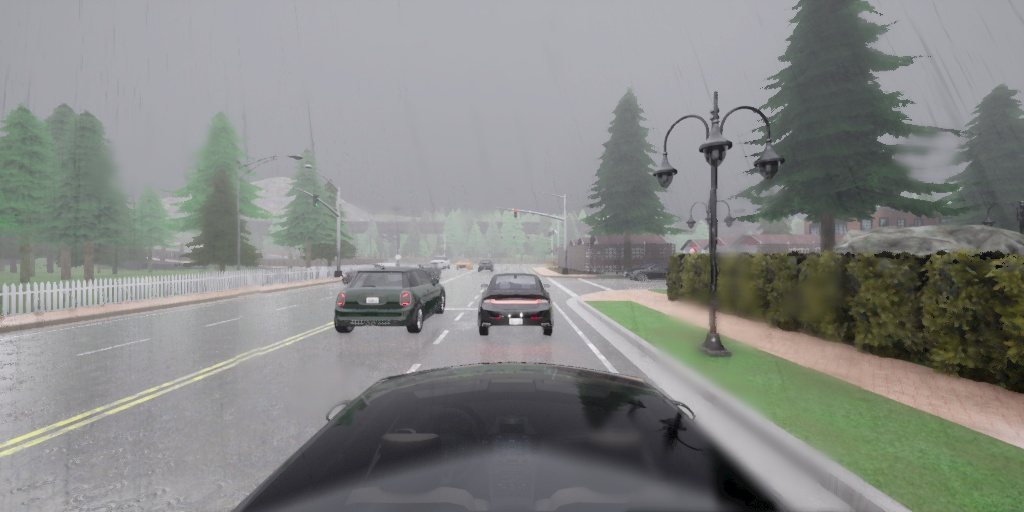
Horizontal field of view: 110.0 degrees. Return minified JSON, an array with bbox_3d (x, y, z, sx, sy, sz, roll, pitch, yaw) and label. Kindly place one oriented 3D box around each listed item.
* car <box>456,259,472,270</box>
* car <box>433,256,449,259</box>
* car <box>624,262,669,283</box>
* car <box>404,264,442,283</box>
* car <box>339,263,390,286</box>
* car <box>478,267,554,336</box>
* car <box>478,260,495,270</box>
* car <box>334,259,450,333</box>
[{"bbox_3d":[-6.903,1.228,52.098,1.882,1.535,5.008,0,0,0],"label":"car"},{"bbox_3d":[-10.402,0.976,52.130,2.150,2.045,5.566,0,0,0],"label":"car"},{"bbox_3d":[11.008,1.203,27.211,4.902,1.511,2.128,0,0,-1],"label":"car"},{"bbox_3d":[-7.043,1.351,29.006,1.895,1.301,4.718,0,0,0],"label":"car"},{"bbox_3d":[-10.536,1.275,26.012,1.812,1.442,4.674,0,0,0],"label":"car"},{"bbox_3d":[0.101,1.242,10.394,2.128,1.511,4.902,0,0,0],"label":"car"},{"bbox_3d":[-3.308,1.255,46.003,1.837,1.490,4.892,0,0,0],"label":"car"},{"bbox_3d":[-3.395,1.102,10.876,2.097,1.767,4.553,0,0,0],"label":"car"}]
